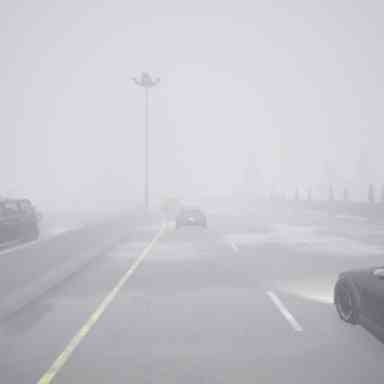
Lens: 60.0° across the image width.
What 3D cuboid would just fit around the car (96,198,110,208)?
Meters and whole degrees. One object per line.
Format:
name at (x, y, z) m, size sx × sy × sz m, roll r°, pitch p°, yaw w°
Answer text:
car at (-14.173, 1.702, 52.773) m, size 2.033 × 1.411 × 5.357 m, roll 0°, pitch 0°, yaw -21°

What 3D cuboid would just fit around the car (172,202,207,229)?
car at (-0.142, 1.592, 22.091) m, size 1.994 × 1.385 × 4.181 m, roll 0°, pitch 0°, yaw -3°

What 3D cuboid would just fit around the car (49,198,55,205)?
car at (-27.162, 1.783, 62.865) m, size 2.033 × 1.411 × 5.357 m, roll 0°, pitch 0°, yaw -30°

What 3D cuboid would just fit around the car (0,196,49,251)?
car at (-7.112, 1.232, 10.990) m, size 2.150 × 2.045 × 5.566 m, roll 0°, pitch 0°, yaw 0°

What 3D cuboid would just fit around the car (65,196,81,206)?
car at (-21.581, 1.575, 60.256) m, size 2.097 × 1.767 × 4.553 m, roll 0°, pitch 0°, yaw -28°

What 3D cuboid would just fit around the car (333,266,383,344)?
car at (3.599, 1.566, 4.480) m, size 1.994 × 1.385 × 4.181 m, roll 0°, pitch 0°, yaw 0°

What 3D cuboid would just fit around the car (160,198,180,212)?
car at (-2.529, 1.430, 39.383) m, size 2.097 × 1.767 × 4.553 m, roll 0°, pitch 0°, yaw -12°

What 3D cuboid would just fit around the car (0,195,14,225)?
car at (-14.326, 1.255, 22.253) m, size 2.150 × 2.045 × 5.566 m, roll 0°, pitch 0°, yaw -4°
